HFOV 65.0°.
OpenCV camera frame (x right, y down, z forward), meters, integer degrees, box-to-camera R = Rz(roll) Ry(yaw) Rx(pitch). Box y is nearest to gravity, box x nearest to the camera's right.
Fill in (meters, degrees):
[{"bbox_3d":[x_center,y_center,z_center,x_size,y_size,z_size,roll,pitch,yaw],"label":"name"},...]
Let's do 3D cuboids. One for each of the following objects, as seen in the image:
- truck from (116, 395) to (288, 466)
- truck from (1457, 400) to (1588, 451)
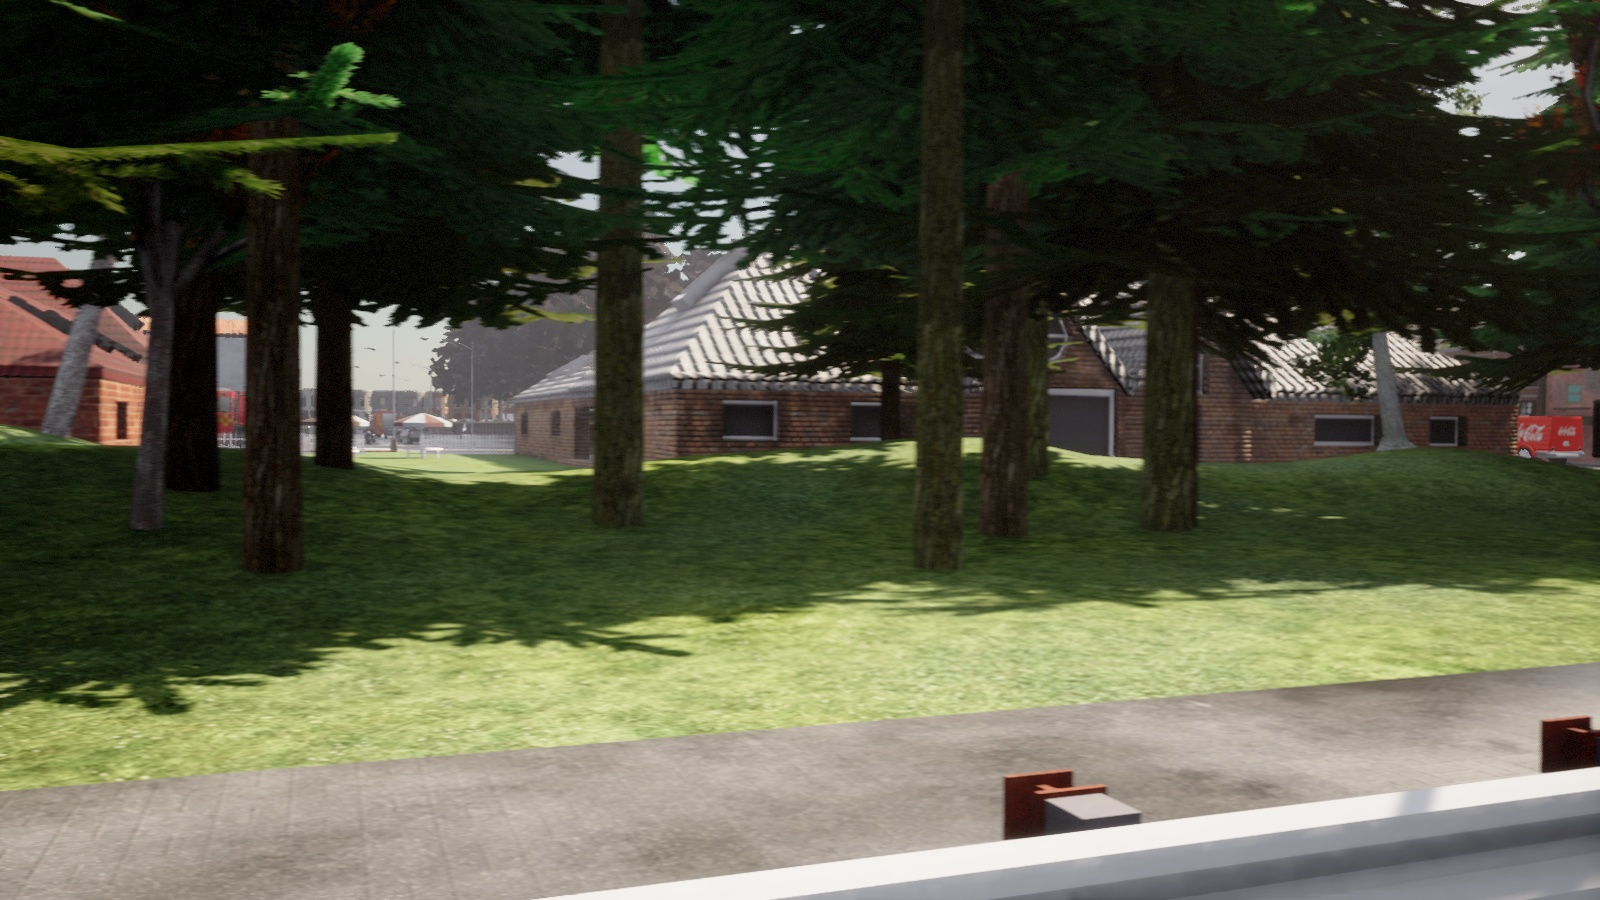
[{"bbox_3d":[-33.347,-1.140,70.454,8.468,3.827,2.891,-1,1,-21],"label":"truck"},{"bbox_3d":[36.347,-1.224,63.361,2.627,2.467,5.204,-1,1,-21],"label":"truck"}]
